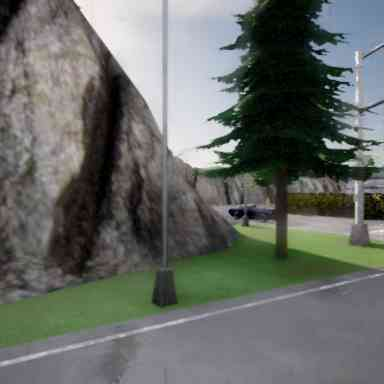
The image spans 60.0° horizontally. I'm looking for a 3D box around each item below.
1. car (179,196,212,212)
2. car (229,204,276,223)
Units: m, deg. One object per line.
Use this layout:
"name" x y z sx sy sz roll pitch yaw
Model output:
"car" 0.753 1.551 45.039 1.895 1.301 4.718 0 0 35
"car" 5.019 1.581 25.767 1.895 1.301 4.718 0 0 -32
